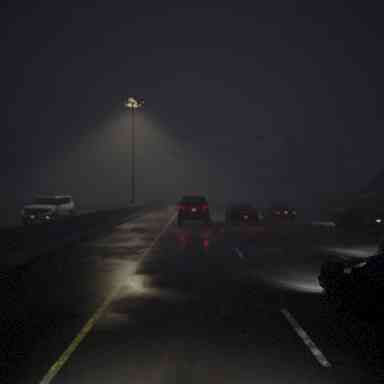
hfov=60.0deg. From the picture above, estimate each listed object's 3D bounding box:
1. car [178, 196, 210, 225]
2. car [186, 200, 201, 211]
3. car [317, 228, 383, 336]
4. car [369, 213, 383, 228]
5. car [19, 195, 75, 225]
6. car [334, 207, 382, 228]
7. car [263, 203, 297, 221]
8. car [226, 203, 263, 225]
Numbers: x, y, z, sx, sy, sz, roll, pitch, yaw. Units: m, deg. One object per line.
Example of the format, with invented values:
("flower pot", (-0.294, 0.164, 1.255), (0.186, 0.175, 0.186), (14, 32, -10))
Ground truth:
("car", (0.127, 1.286, 24.724), (2.150, 2.045, 5.566), (0, 0, 0))
("car", (0.167, 1.714, 43.361), (1.895, 1.301, 4.718), (0, 0, 0))
("car", (3.607, 1.561, 4.690), (2.033, 1.411, 5.357), (0, 0, 0))
("car", (7.117, 1.552, 9.192), (1.812, 1.442, 4.674), (0, 0, 0))
("car", (-10.546, 1.281, 24.763), (2.150, 2.045, 5.566), (0, 0, 0))
("car", (10.631, 1.623, 20.945), (1.994, 1.385, 4.181), (0, 0, 0))
("car", (7.143, 1.622, 27.692), (2.033, 1.411, 5.357), (0, 0, 0))
("car", (3.637, 1.543, 24.876), (1.882, 1.535, 5.008), (0, 0, 0))
